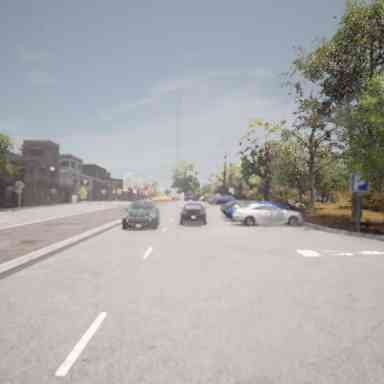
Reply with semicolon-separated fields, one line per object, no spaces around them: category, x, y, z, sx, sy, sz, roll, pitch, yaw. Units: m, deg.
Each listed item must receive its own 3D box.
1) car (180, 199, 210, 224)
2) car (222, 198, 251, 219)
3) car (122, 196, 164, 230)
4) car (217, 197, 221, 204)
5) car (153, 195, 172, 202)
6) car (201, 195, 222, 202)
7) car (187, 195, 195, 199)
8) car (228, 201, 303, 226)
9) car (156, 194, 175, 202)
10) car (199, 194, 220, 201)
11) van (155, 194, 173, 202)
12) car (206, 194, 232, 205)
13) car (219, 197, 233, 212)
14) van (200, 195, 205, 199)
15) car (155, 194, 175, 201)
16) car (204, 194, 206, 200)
car;0.097;1.520;24.509;1.812;1.442;4.674;0;0;0
car;5.087;1.473;25.747;5.008;1.535;2.097;0;0;0
car;-3.140;1.346;21.217;2.097;1.767;4.553;0;0;-3
car;5.078;1.512;32.297;4.674;1.452;2.002;0;0;0
car;-7.388;1.537;84.055;4.553;1.767;2.185;0;-1;-1
car;5.018;1.702;86.052;5.366;1.575;1.946;0;-1;-1
car;-0.265;1.637;86.425;1.882;1.535;5.008;0;-1;-1
car;5.079;1.514;22.599;4.674;1.452;2.002;0;0;0
car;-7.578;1.610;81.133;5.366;1.575;1.946;0;-1;-1
car;4.753;1.585;91.771;5.566;2.045;2.435;0;-2;-1
van;-7.330;1.501;87.094;4.442;1.987;1.878;0;-1;-1
car;5.108;1.341;56.633;4.553;1.767;2.185;0;0;0
car;5.075;1.474;29.021;4.892;1.521;2.231;0;0;0
van;4.764;1.380;80.599;4.442;1.987;1.878;0;-1;-1
car;-7.479;1.625;93.284;5.566;2.045;2.435;0;-1;-1
car;5.035;1.508;59.803;4.674;1.452;2.002;0;0;0
